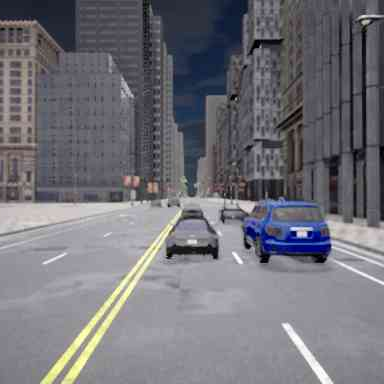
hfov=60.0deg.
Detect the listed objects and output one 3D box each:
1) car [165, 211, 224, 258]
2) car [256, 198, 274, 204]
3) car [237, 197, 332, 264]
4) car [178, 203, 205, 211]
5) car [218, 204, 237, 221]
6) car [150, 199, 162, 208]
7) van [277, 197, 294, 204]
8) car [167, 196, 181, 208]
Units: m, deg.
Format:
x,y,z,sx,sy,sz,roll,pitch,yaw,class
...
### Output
x,y,z,sx,sy,sz,roll,pitch,yaw,class
0.032,1.703,13.445,1.994,1.385,4.181,0,-1,1,car
19.204,2.406,87.958,4.403,1.369,2.008,0,-1,0,car
3.269,1.354,12.524,2.150,2.045,5.566,0,0,0,car
0.044,1.798,28.463,1.837,1.490,4.892,0,0,1,car
3.294,1.784,28.465,2.128,1.511,4.902,0,0,1,car
-6.500,2.118,60.465,1.837,1.490,4.892,0,0,1,car
24.822,2.184,87.931,3.998,1.788,1.690,0,-1,0,van
-3.250,1.831,60.071,2.150,2.045,5.566,0,0,1,car
